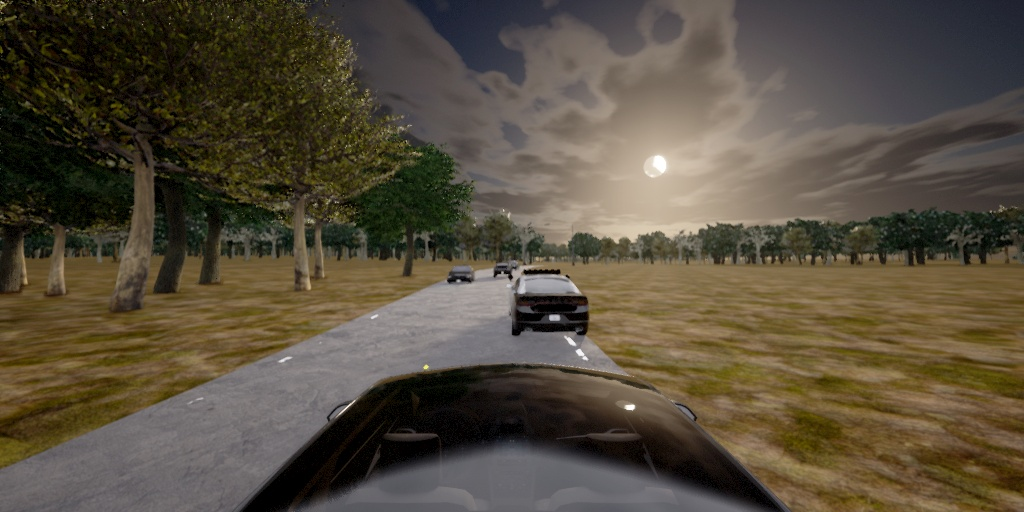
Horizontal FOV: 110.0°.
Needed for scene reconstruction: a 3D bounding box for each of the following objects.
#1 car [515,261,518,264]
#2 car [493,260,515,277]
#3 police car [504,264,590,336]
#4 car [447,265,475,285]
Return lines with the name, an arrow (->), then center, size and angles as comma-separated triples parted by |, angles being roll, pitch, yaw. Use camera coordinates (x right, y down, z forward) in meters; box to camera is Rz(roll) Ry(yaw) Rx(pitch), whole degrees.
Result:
car -> 0.028, 1.501, 53.162 | 1.895, 1.301, 4.718 | -1, 0, 7
car -> -0.903, 1.371, 37.112 | 1.837, 1.490, 4.892 | -1, 0, 0
police car -> 0.866, 1.201, 10.655 | 1.930, 1.638, 5.238 | 0, 0, -2
car -> -3.944, 1.429, 28.527 | 2.033, 1.411, 5.357 | -1, 0, -2
